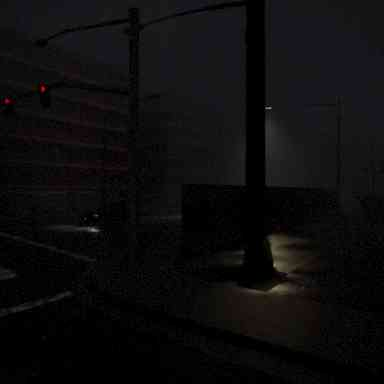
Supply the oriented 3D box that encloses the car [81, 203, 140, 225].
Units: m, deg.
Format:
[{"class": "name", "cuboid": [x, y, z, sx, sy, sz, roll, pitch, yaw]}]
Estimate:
[{"class": "car", "cuboid": [-5.738, 1.517, 23.976, 1.812, 1.442, 4.674, 0, 0, 35]}]
